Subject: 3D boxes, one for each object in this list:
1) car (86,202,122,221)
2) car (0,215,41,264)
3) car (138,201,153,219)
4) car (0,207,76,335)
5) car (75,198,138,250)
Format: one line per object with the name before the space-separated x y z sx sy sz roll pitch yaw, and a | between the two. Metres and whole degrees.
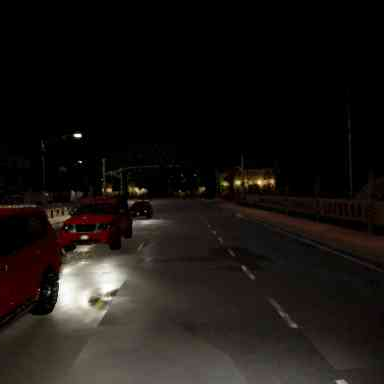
car | -8.091 1.756 31.150 2.033 1.411 5.357 -2 0 -2
car | -7.440 1.733 12.130 1.812 1.442 4.674 -2 0 -2
car | -4.557 1.610 29.922 1.837 1.490 4.892 -2 0 -2
car | -3.698 1.325 4.763 2.150 2.045 5.566 -2 0 -2
car | -4.068 1.325 15.114 2.150 2.045 5.566 -2 0 -2
